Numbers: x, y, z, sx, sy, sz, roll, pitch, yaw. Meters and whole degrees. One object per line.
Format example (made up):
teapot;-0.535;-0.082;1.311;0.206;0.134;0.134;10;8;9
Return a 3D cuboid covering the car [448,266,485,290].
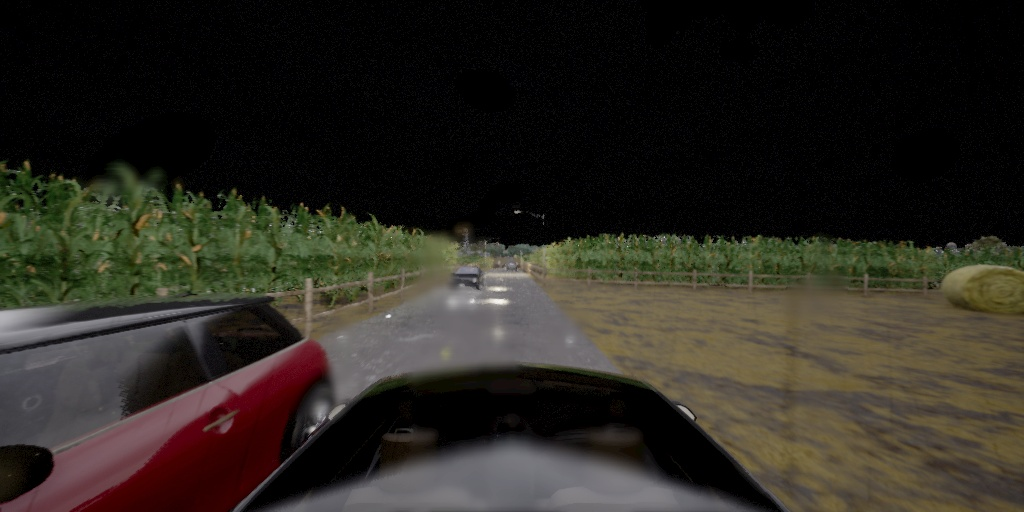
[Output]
car;-2.768;1.368;23.258;2.033;1.411;5.357;0;0;1

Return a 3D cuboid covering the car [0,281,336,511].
car;-2.830;1.102;1.736;2.097;1.767;4.553;0;0;0
